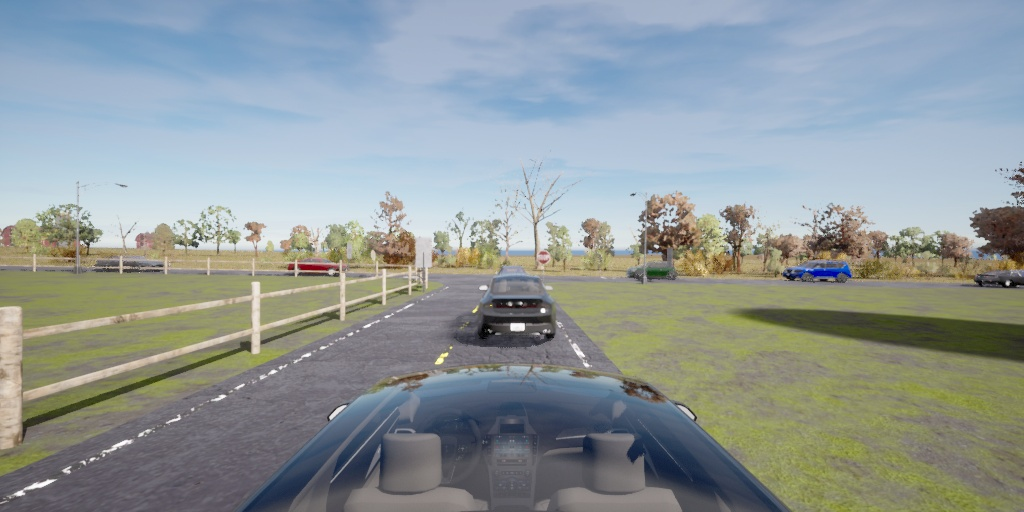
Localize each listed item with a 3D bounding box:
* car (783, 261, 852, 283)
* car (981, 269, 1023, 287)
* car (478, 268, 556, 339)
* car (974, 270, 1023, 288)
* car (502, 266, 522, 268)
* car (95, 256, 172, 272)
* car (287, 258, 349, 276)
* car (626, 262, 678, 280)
[{"bbox_3d":[29.611,1.497,34.844,5.566,2.045,2.150,1,1,0],"label":"car"},{"bbox_3d":[49.165,2.109,34.667,5.008,1.535,1.882,1,1,0],"label":"car"},{"bbox_3d":[0.118,1.254,10.055,1.837,1.490,4.892,0,0,0],"label":"car"},{"bbox_3d":[44.389,2.070,31.890,4.902,1.511,2.128,1,1,1],"label":"car"},{"bbox_3d":[-0.011,1.293,22.038,2.033,1.411,5.357,0,0,-3],"label":"car"},{"bbox_3d":[-33.901,0.693,32.166,5.357,1.411,2.033,1,1,0],"label":"car"},{"bbox_3d":[-17.289,0.942,32.095,5.008,1.535,1.882,1,1,0],"label":"car"},{"bbox_3d":[13.529,1.344,34.896,4.553,1.767,2.097,1,1,0],"label":"car"}]
